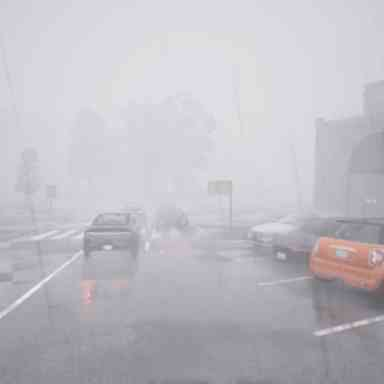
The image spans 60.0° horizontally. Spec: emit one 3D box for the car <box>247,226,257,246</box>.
[{"bbox_3d":[4.571,1.624,14.147,4.674,1.452,2.002,1,0,-26],"label":"car"}]

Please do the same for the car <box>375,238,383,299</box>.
[{"bbox_3d":[5.583,1.564,5.367,4.792,1.488,2.163,1,-1,-26],"label":"car"}]

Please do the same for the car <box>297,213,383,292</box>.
[{"bbox_3d":[5.203,1.424,8.275,4.553,1.767,2.185,1,-1,-26],"label":"car"}]

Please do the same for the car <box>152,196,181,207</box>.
[{"bbox_3d":[-2.232,1.452,31.495,2.128,1.511,4.902,1,2,-1],"label":"car"}]

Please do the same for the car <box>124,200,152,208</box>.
[{"bbox_3d":[-4.406,1.574,25.622,2.128,1.511,4.902,0,1,-6],"label":"car"}]

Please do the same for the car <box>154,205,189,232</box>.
[{"bbox_3d":[-1.347,1.725,20.999,1.895,1.301,4.718,0,0,-6],"label":"car"}]

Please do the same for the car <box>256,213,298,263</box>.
[{"bbox_3d":[4.875,1.596,11.201,4.792,1.488,2.163,1,0,-26],"label":"car"}]

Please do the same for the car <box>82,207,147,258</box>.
[{"bbox_3d":[-2.956,1.561,13.035,2.128,1.511,4.902,0,0,-6],"label":"car"}]
